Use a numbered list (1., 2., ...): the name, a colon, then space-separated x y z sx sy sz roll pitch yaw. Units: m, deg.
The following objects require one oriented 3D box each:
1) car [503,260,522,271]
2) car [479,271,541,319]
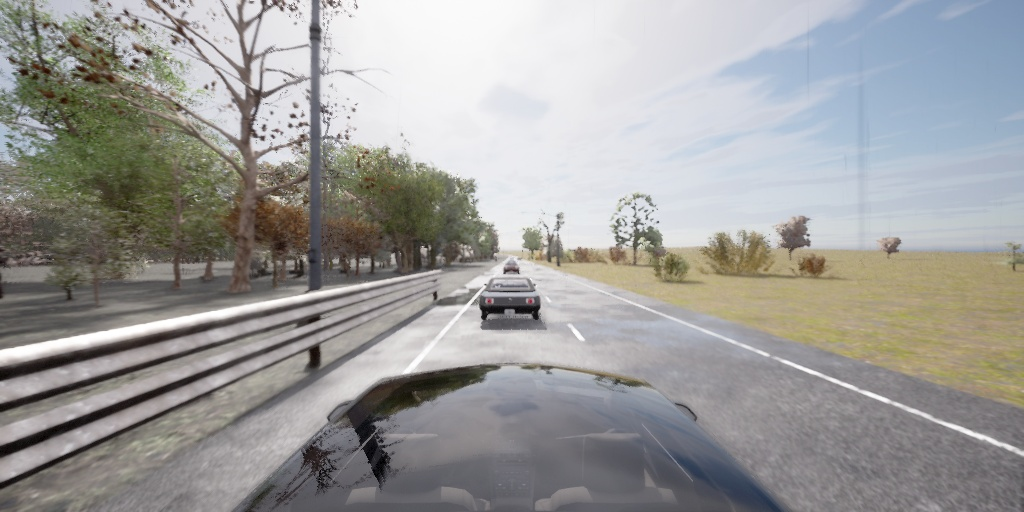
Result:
1. car: -0.061 1.432 42.858 1.895 1.301 4.718 0 0 0
2. car: -0.062 1.377 12.891 1.895 1.301 4.718 0 0 0
